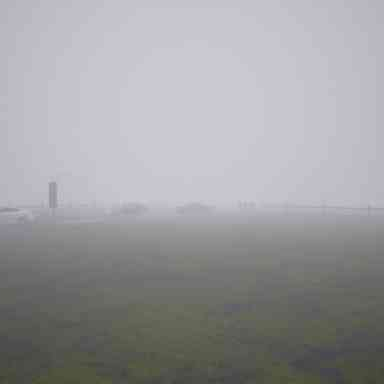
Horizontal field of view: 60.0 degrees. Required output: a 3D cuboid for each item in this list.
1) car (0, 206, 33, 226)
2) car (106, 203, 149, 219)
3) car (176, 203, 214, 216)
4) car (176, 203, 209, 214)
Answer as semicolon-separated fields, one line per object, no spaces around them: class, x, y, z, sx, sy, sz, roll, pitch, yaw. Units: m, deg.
car;-13.549;1.709;23.214;1.812;1.442;4.674;-1;-1;35
car;-6.393;1.830;33.339;2.128;1.511;4.902;-1;-1;35
car;0.383;1.929;37.816;2.033;1.411;5.357;-1;-1;35
car;0.112;2.077;42.523;1.895;1.301;4.718;-1;-1;35
